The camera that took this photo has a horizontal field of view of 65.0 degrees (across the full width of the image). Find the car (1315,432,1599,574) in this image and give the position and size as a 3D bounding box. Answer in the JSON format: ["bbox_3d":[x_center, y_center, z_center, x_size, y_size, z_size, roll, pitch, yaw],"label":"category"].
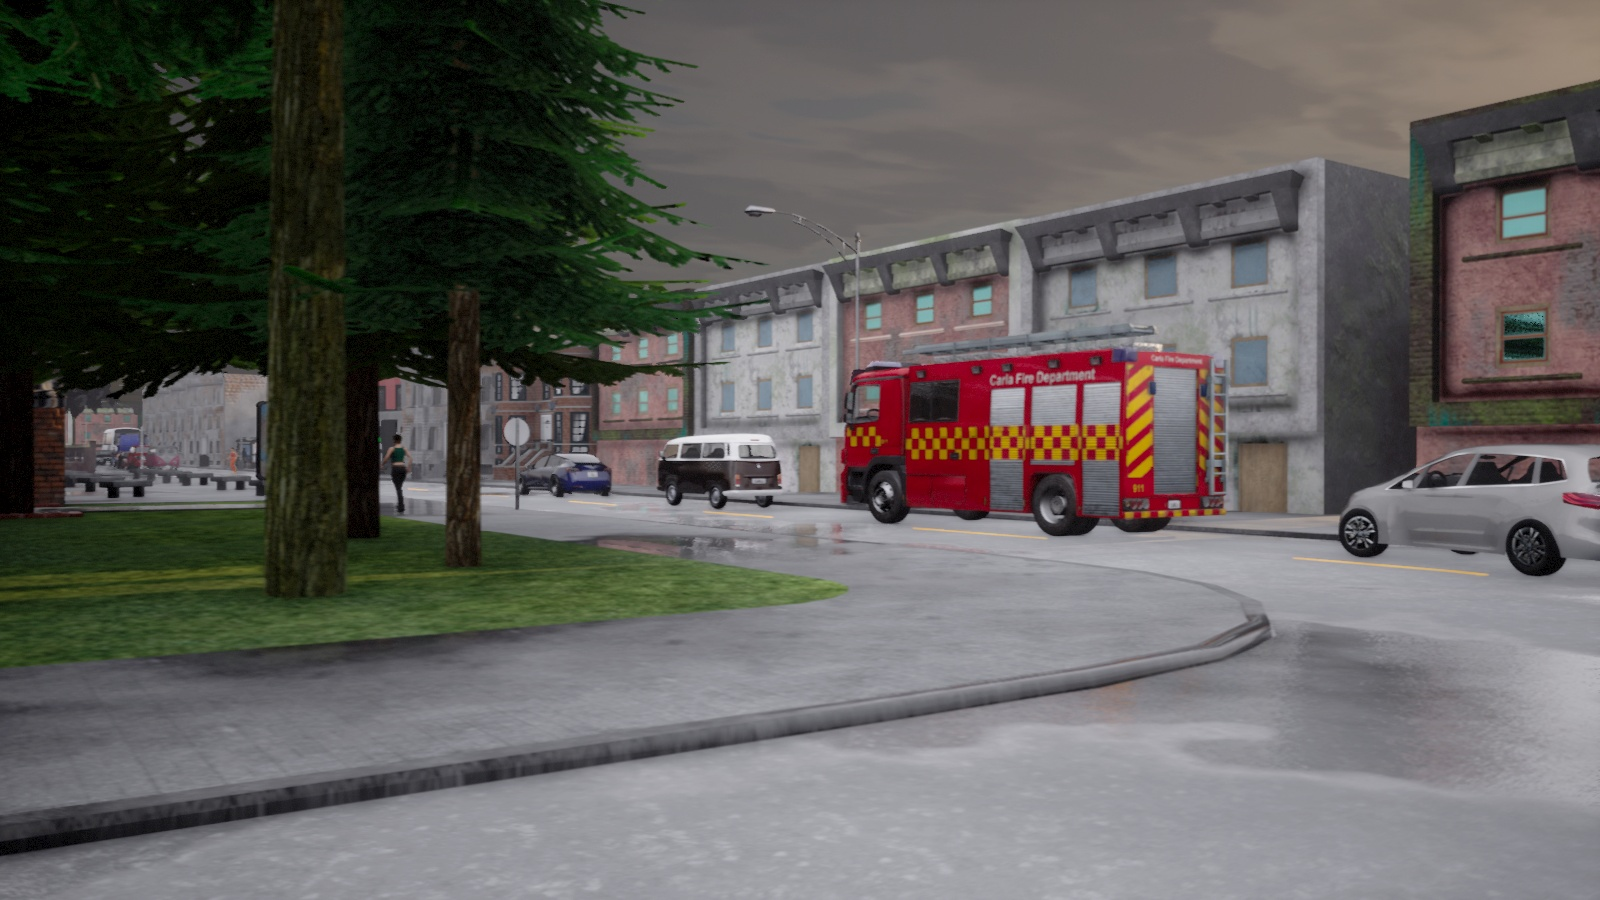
[{"bbox_3d":[9.603,0.630,17.268,2.242,1.667,4.611,0,0,-17],"label":"car"}]

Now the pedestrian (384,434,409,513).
[{"bbox_3d":[-9.478,0.556,29.470,0.345,1.836,0.594,0,0,-42],"label":"pedestrian"}]

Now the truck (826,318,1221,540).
[{"bbox_3d":[4.188,-0.347,25.871,2.891,3.827,8.468,0,0,-35],"label":"truck"}]

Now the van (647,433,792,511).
[{"bbox_3d":[-2.343,0.578,35.284,2.069,2.038,4.480,0,0,-34],"label":"van"}]

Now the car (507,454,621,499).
[{"bbox_3d":[-8.335,0.889,44.004,2.163,1.488,4.792,0,0,-34],"label":"car"}]
